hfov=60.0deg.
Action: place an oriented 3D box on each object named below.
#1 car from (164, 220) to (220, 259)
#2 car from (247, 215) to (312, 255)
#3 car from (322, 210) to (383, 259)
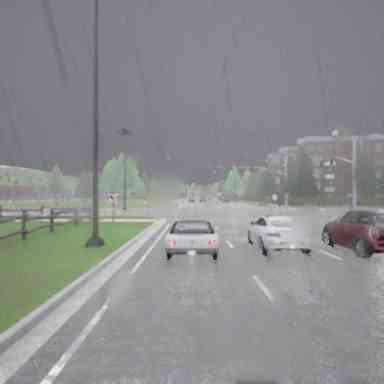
[{"bbox_3d":[0.008,1.747,13.226,1.895,1.301,4.718,0,-1,0],"label":"car"},{"bbox_3d":[3.514,1.679,13.883,1.812,1.442,4.674,0,0,0],"label":"car"},{"bbox_3d":[7.011,1.500,13.409,2.097,1.767,4.553,0,-1,0],"label":"car"}]
